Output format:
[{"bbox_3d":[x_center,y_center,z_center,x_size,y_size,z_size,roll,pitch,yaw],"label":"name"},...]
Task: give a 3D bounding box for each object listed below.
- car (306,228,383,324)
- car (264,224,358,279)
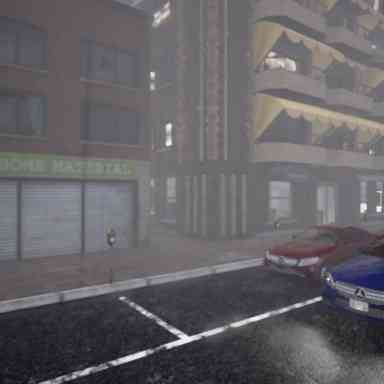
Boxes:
[{"bbox_3d":[4.528,1.532,6.607,4.674,1.442,1.812,0,0,-36],"label":"car"},{"bbox_3d":[3.861,1.589,9.315,4.206,1.307,1.802,0,0,-36],"label":"car"}]
